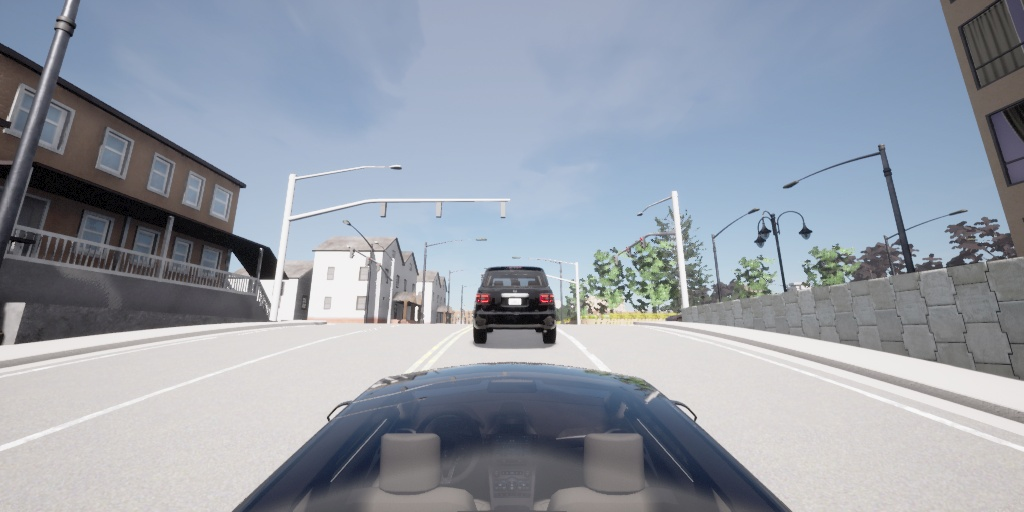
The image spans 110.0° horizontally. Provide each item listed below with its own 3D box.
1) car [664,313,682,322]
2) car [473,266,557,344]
[{"bbox_3d":[15.914,5.454,31.706,4.553,1.767,2.097,0,-12,1],"label":"car"},{"bbox_3d":[0.078,1.502,11.189,2.150,2.045,5.566,0,-7,0],"label":"car"}]
